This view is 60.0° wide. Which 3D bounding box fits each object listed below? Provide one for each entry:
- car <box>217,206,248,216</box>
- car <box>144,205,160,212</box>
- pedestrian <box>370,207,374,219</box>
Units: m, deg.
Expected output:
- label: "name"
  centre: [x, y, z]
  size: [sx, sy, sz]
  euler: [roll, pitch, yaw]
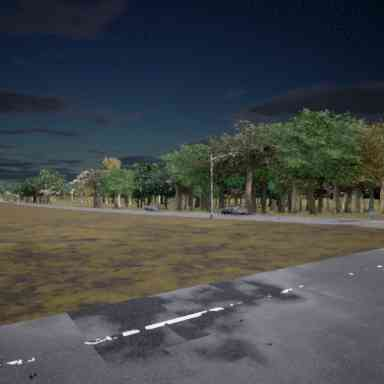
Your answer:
- label: "car"
  centre: [5.894, 2.769, 48.817]
  size: [2.033, 1.411, 5.357]
  euler: [1, -2, -33]
- label: "car"
  centre: [-8.548, 3.547, 70.691]
  size: [2.128, 1.511, 4.902]
  euler: [1, -2, -33]
- label: "pedestrian"
  centre: [19.255, 2.203, 35.535]
  size: [0.375, 1.300, 0.375]
  euler: [-2, 1, -33]
